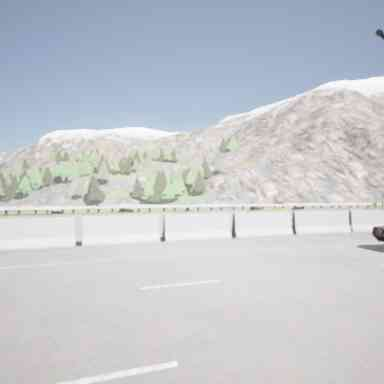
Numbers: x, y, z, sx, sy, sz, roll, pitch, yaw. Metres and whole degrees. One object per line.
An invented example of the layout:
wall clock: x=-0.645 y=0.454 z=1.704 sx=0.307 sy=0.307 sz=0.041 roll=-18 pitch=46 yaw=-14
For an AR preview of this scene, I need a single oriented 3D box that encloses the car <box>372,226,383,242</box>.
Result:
car: x=9.664 y=1.581 z=13.003 sx=4.718 sy=1.301 sz=1.895 roll=0 pitch=0 yaw=-15
